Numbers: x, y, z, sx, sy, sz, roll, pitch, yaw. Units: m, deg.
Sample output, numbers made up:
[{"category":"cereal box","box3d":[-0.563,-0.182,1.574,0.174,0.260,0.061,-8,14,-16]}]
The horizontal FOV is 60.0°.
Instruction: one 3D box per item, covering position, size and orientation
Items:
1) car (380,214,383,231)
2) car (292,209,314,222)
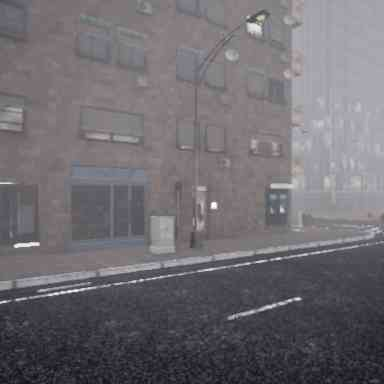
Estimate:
[{"category":"car","box3d":[14.001,1.756,20.975,2.097,1.767,4.553,0,-1,-2]},{"category":"car","box3d":[9.157,2.205,31.844,1.895,1.301,4.718,0,-1,-36]}]
